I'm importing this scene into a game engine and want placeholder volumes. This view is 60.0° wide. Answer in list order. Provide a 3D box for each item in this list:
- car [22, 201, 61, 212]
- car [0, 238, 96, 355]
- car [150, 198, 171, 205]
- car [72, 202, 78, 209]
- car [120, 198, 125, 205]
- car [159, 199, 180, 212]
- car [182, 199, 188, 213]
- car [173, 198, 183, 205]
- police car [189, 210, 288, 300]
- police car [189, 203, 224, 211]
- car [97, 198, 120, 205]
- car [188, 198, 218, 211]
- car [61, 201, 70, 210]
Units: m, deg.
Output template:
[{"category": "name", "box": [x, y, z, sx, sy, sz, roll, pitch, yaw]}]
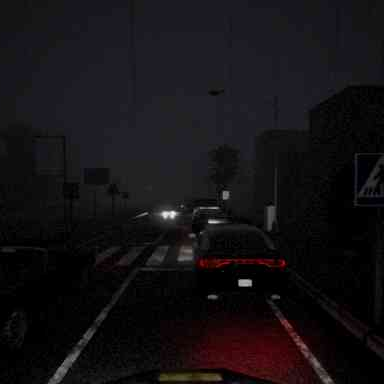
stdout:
[{"category": "car", "box": [-21.986, 2.133, 48.030, 4.674, 1.452, 2.002, 0, -1, 0]}, {"category": "car", "box": [-3.363, 1.622, 6.224, 1.895, 1.301, 4.718, 0, 0, 0]}, {"category": "car", "box": [-8.875, 2.755, 88.964, 4.892, 1.521, 2.231, 0, -1, 0]}, {"category": "car", "box": [-21.991, 2.196, 54.579, 5.008, 1.535, 2.097, 0, -1, 0]}, {"category": "car", "box": [-21.965, 2.808, 91.776, 5.008, 1.535, 2.097, 0, -1, 0]}, {"category": "car", "box": [-3.377, 2.173, 50.452, 2.128, 1.511, 4.902, 0, -1, 0]}, {"category": "car", "box": [-0.018, 2.116, 45.843, 1.837, 1.490, 4.892, 0, -1, 0]}, {"category": "car", "box": [-3.284, 2.692, 85.011, 1.882, 1.535, 5.008, 0, -1, 0]}, {"category": "police car", "box": [0.957, 1.467, 8.601, 1.930, 1.638, 5.238, 0, -1, 0]}, {"category": "police car", "box": [0.947, 1.611, 18.612, 1.930, 1.638, 5.238, 0, -1, 0]}, {"category": "car", "box": [-21.958, 2.700, 86.209, 5.008, 1.535, 2.097, 0, -1, 0]}, {"category": "car", "box": [0.944, 1.504, 24.537, 2.150, 2.045, 5.566, 0, -1, 0]}, {"category": "car", "box": [-21.982, 2.146, 51.306, 4.892, 1.521, 2.231, 0, -1, 0]}]
